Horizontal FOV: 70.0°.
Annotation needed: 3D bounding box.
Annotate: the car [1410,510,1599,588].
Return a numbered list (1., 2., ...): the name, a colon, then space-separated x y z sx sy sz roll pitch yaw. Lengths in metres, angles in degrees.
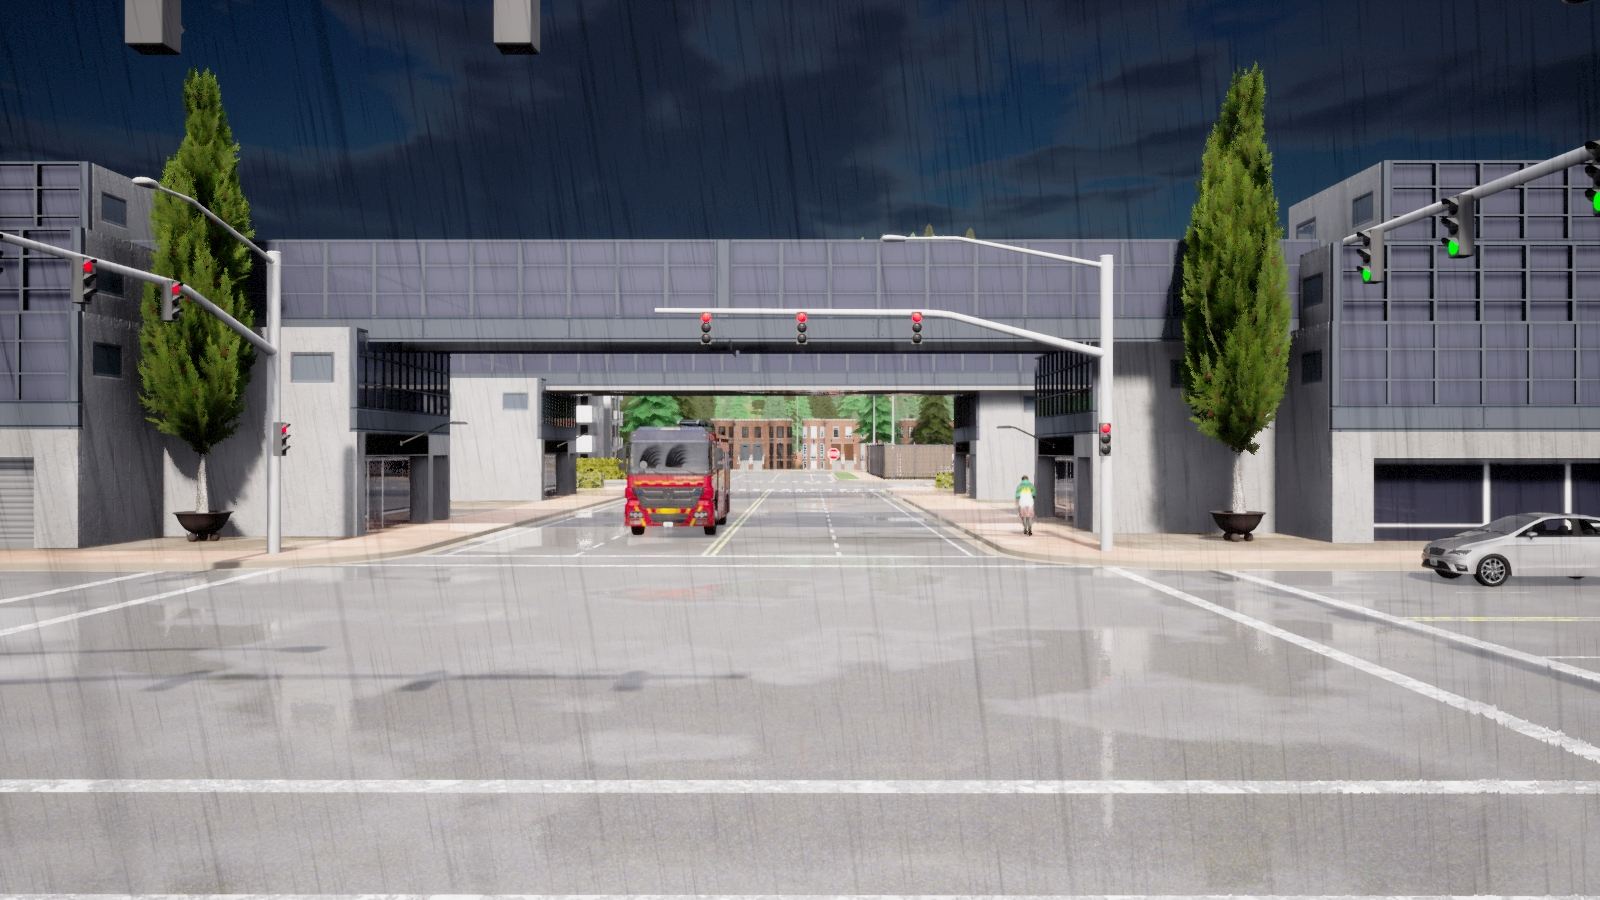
1. car: 15.490 2.066 24.189 4.193 1.474 1.816 0 0 0

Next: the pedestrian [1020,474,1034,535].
1. pedestrian: 7.067 1.698 35.645 0.375 1.860 0.375 0 0 2

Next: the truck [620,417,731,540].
1. truck: -4.133 0.890 39.815 2.891 3.827 8.468 0 0 0
